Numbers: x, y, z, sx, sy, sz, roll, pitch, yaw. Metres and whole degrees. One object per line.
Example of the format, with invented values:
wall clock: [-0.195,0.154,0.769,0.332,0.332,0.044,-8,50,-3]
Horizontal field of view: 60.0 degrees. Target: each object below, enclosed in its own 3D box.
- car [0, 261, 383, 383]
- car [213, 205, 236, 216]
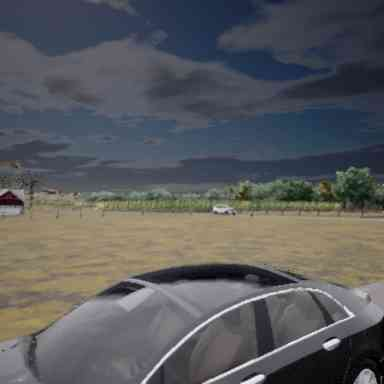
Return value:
car: [-0.048,1.525,3.036,4.892,1.490,1.837,1,-1,-36]
car: [6.616,3.674,67.985,2.150,2.045,5.566,2,-4,-35]
